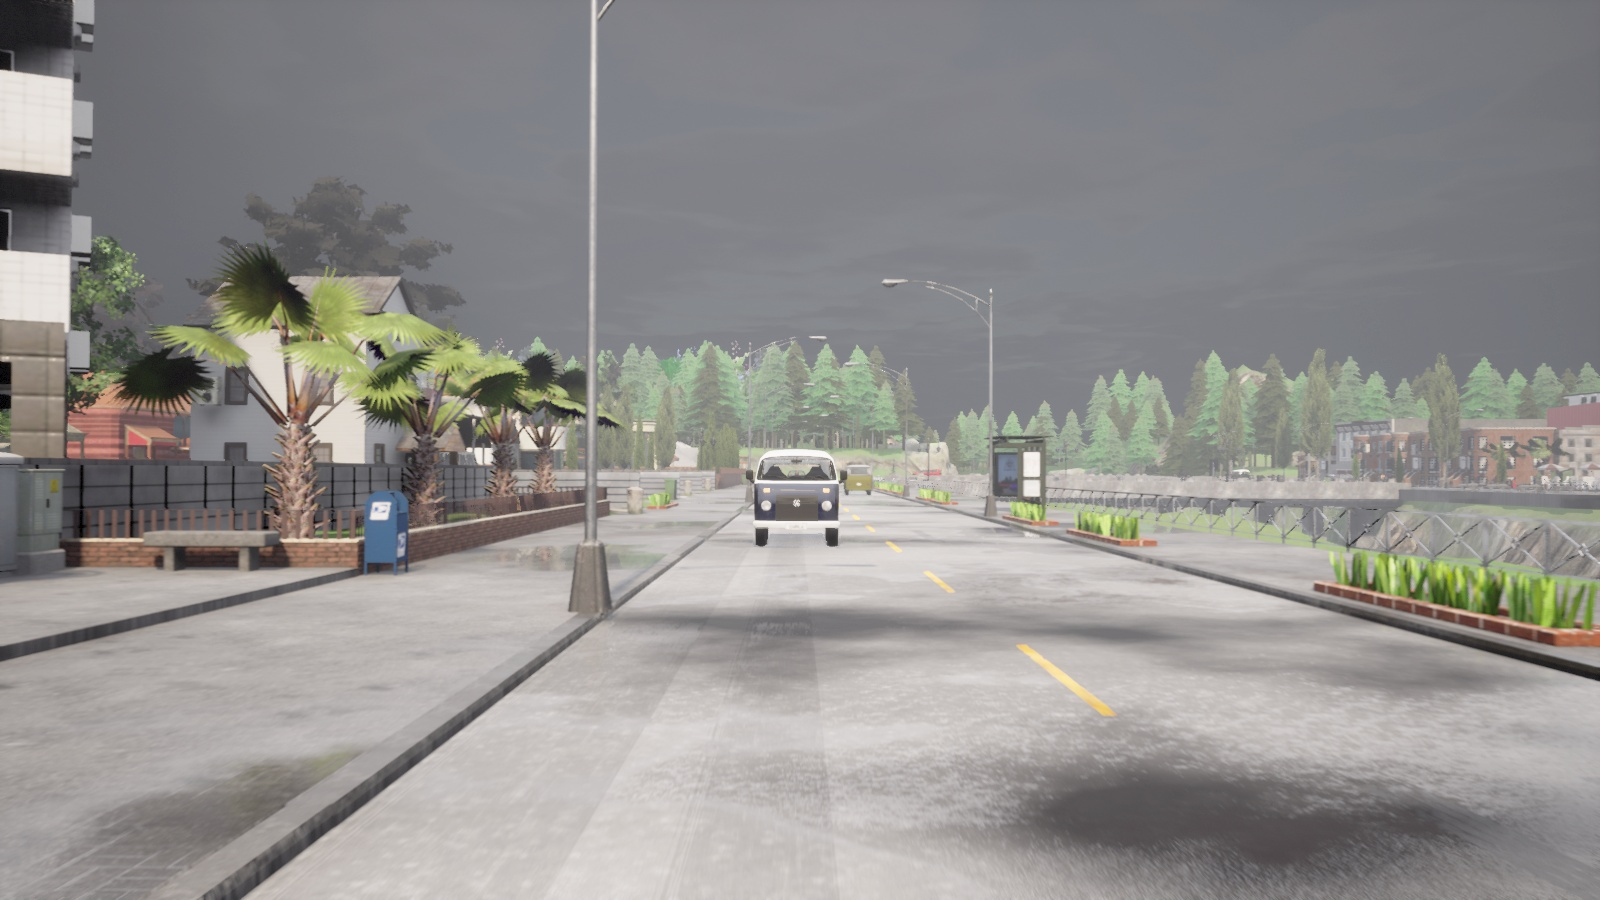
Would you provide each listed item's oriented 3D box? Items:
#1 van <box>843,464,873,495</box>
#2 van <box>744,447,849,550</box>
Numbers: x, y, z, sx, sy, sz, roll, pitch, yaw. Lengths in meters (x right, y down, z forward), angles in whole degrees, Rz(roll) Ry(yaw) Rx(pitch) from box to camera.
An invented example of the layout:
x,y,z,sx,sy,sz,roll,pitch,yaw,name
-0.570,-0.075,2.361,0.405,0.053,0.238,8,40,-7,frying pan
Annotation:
x,y,z,sx,sy,sz,roll,pitch,yaw,name
3.791,1.942,83.063,1.775,1.987,4.442,0,-1,0,van
-0.069,0.992,27.094,2.069,2.038,4.480,0,-1,0,van
